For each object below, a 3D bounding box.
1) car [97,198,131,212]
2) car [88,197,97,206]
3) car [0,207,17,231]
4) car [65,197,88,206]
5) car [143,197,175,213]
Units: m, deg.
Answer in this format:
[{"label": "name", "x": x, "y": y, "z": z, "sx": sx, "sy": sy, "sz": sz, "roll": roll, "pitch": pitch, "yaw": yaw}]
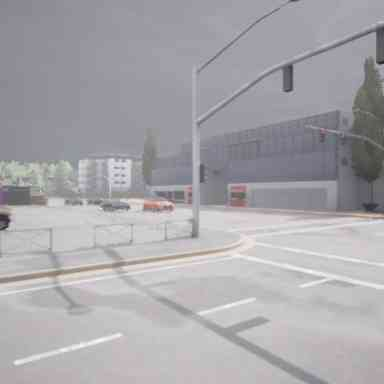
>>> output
[{"label": "car", "x": -8.835, "y": 1.518, "z": 38.372, "sx": 2.033, "sy": 1.411, "sz": 5.357, "roll": 0, "pitch": 0, "yaw": -34}, {"label": "car", "x": -15.981, "y": 1.564, "z": 55.498, "sx": 1.895, "sy": 1.301, "sz": 4.718, "roll": 0, "pitch": 0, "yaw": -34}, {"label": "car", "x": -11.651, "y": 1.154, "z": 17.114, "sx": 4.605, "sy": 1.855, "sz": 1.932, "roll": 0, "pitch": 0, "yaw": -35}, {"label": "car", "x": -19.141, "y": 1.573, "z": 53.937, "sx": 2.033, "sy": 1.411, "sz": 5.357, "roll": 0, "pitch": 0, "yaw": -34}, {"label": "car", "x": -3.725, "y": 1.316, "z": 37.034, "sx": 2.097, "sy": 1.767, "sz": 4.553, "roll": 0, "pitch": 0, "yaw": -34}]
